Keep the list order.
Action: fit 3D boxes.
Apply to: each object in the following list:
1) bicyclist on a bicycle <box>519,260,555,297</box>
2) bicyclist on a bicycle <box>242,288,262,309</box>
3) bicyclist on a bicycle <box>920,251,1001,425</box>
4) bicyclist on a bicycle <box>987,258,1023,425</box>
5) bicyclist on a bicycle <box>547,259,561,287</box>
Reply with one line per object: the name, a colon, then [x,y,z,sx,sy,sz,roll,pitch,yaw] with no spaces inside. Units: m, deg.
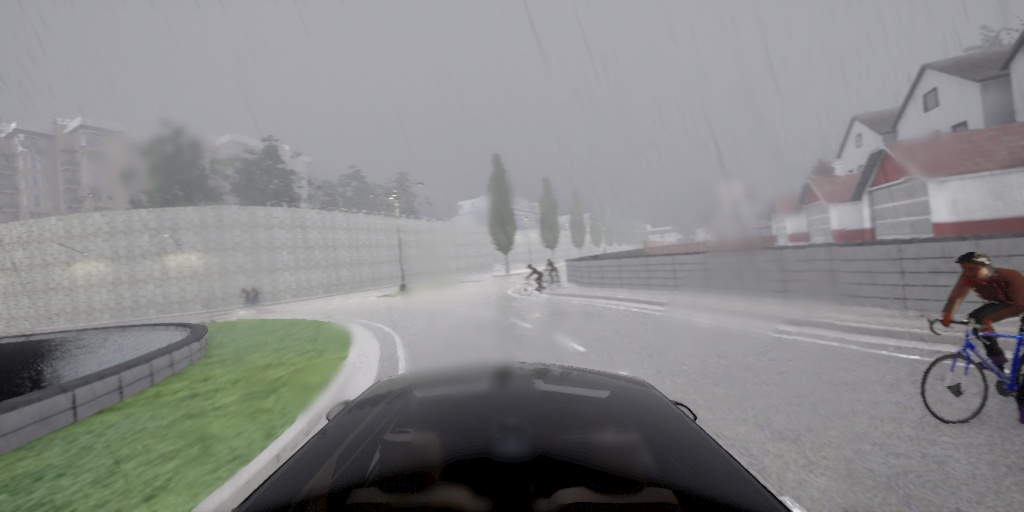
bicyclist on a bicycle: [1.119,1.208,18.088,1.656,1.620,0.582,-6,0,-1]
bicyclist on a bicycle: [-21.066,3.412,29.412,0.582,1.620,1.656,3,4,-3]
bicyclist on a bicycle: [4.637,0.761,3.433,1.656,1.620,0.582,-6,0,-3]
bicyclist on a bicycle: [4.661,0.753,2.528,1.656,1.620,0.582,-6,0,0]
bicyclist on a bicycle: [2.254,0.963,20.533,0.582,1.620,1.656,-5,0,-23]
